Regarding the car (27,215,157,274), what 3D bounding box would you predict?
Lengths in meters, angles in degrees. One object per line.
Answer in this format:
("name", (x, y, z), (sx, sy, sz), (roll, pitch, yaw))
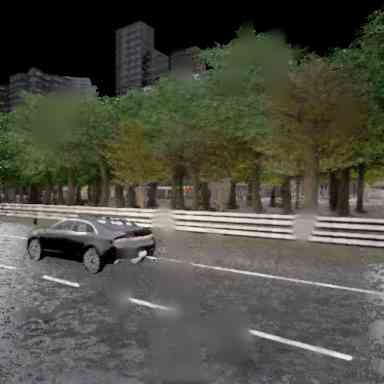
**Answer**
("car", (-3.333, 1.489, 10.552), (4.902, 1.511, 2.128), (0, 0, 36))
